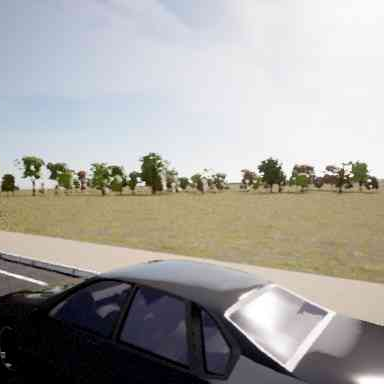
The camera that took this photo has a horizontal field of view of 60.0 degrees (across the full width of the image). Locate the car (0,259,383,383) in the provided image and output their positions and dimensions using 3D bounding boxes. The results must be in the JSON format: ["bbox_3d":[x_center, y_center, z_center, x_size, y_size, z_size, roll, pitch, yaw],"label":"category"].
[{"bbox_3d":[-0.350,1.546,3.809,5.357,1.411,2.033,0,0,35],"label":"car"}]
